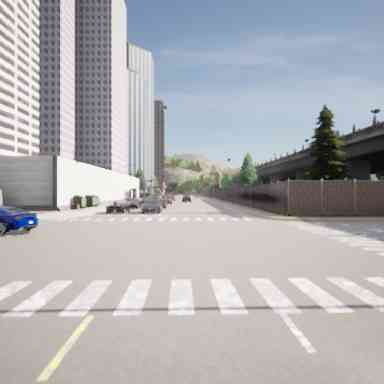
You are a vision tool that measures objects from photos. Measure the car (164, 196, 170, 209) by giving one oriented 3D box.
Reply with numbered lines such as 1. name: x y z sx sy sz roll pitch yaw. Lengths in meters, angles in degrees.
1. car: -4.318 1.587 44.378 1.895 1.301 4.718 0 0 -1

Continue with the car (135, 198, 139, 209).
1. car: -7.822 1.534 44.591 2.033 1.411 5.357 0 0 -1

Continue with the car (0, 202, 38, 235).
1. car: -11.247 1.524 18.837 5.008 1.535 1.882 0 -1 14

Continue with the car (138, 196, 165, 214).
1. car: -4.163 1.494 35.117 1.837 1.490 4.892 0 0 -1

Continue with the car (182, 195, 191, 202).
1. car: -1.205 1.478 73.972 1.837 1.490 4.892 0 0 -1

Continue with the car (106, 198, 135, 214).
1. car: -7.662 1.590 35.050 1.895 1.301 4.718 0 0 -1

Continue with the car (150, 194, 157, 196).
1. car: -8.010 1.529 59.180 2.033 1.411 5.357 0 0 0

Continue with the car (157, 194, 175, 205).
1. car: -4.513 1.335 58.247 2.097 1.767 4.553 0 0 -1
